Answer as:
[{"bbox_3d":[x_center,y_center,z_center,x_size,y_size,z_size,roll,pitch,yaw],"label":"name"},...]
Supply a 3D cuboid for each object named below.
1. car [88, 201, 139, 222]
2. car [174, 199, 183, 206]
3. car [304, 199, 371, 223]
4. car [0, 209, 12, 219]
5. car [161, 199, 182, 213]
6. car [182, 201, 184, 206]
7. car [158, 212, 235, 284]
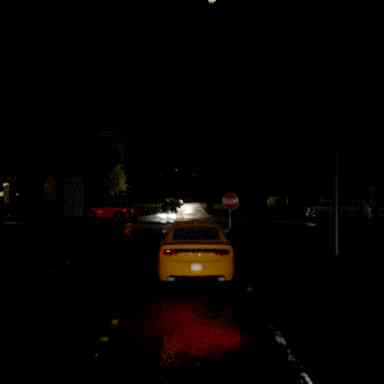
[{"bbox_3d":[-6.744,1.565,28.360,4.553,1.767,2.097,0,-1,30],"label":"car"},{"bbox_3d":[-2.736,2.165,69.009,1.812,1.442,4.674,0,-1,0],"label":"car"},{"bbox_3d":[13.108,1.662,30.006,5.566,2.045,2.150,1,-1,-2],"label":"car"},{"bbox_3d":[-17.014,1.606,26.678,4.674,1.442,1.812,1,-1,-1],"label":"car"},{"bbox_3d":[-2.856,1.900,43.518,2.128,1.511,4.902,0,-1,1],"label":"car"},{"bbox_3d":[-2.810,2.047,55.909,1.812,1.442,4.674,0,-1,1],"label":"car"},{"bbox_3d":[0.104,1.573,9.939,1.882,1.535,5.008,0,-1,0],"label":"car"}]
